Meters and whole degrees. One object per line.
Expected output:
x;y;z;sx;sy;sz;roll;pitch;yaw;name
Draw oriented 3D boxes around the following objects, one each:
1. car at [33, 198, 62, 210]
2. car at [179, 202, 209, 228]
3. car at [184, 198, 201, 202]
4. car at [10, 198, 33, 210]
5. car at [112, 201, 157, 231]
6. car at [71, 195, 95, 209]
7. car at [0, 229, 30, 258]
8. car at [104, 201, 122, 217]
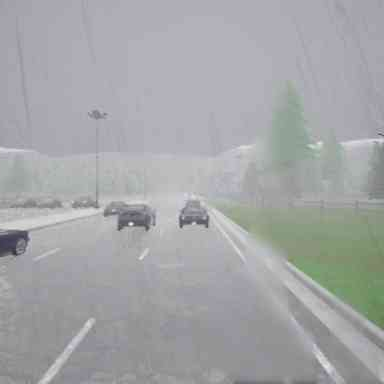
-18.563;1.524;43.657;1.812;1.442;4.674;0;0;0;car
0.127;1.605;22.391;1.895;1.301;4.718;0;0;0;car
0.107;1.500;42.015;2.128;1.511;4.902;0;0;-1;car
-22.064;1.523;43.954;1.812;1.442;4.674;0;0;0;car
-3.373;1.507;20.838;1.837;1.490;4.892;0;0;0;car
-15.072;1.353;46.099;2.097;1.767;4.553;0;0;0;car
-6.886;1.599;10.112;1.895;1.301;4.718;0;0;0;car
-6.860;1.567;31.126;1.994;1.385;4.181;0;0;0;car
